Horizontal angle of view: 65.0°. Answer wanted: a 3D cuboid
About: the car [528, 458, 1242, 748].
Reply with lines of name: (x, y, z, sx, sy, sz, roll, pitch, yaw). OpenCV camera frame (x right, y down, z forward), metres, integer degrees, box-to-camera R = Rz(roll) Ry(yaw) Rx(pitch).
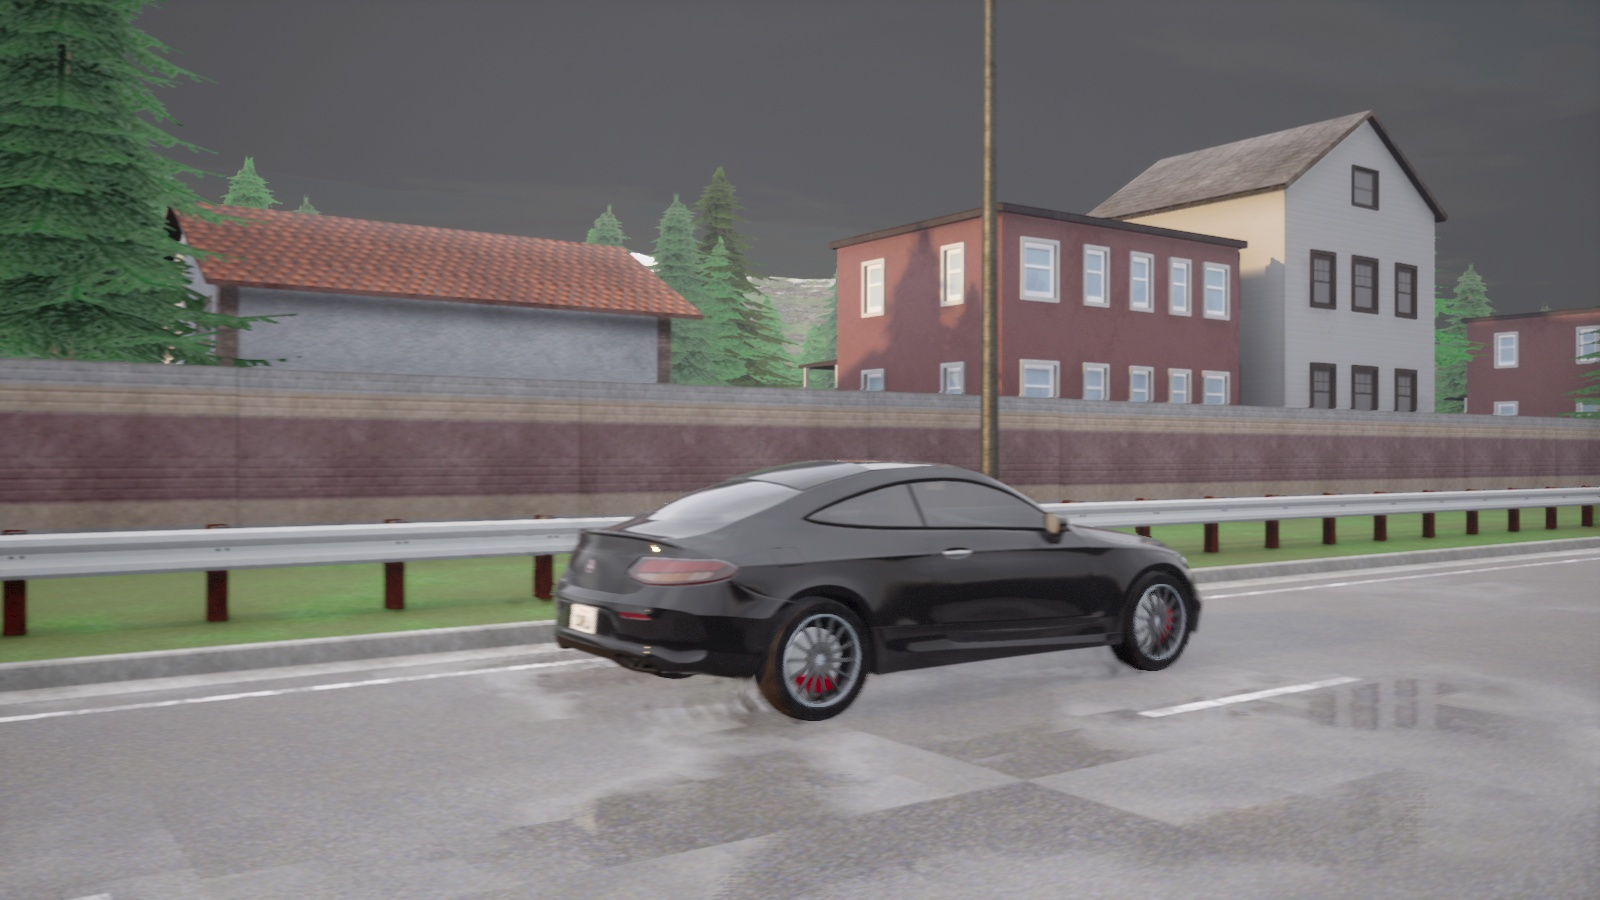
car: (0.740, 0.790, 8.438, 4.674, 1.442, 1.812, 0, 0, -35)
